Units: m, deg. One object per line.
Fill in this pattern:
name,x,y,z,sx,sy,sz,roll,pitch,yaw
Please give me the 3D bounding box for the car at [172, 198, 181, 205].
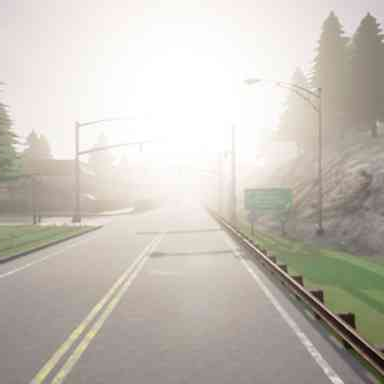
car,-3.550,2.258,78.237,1.812,1.442,4.674,0,-1,0
